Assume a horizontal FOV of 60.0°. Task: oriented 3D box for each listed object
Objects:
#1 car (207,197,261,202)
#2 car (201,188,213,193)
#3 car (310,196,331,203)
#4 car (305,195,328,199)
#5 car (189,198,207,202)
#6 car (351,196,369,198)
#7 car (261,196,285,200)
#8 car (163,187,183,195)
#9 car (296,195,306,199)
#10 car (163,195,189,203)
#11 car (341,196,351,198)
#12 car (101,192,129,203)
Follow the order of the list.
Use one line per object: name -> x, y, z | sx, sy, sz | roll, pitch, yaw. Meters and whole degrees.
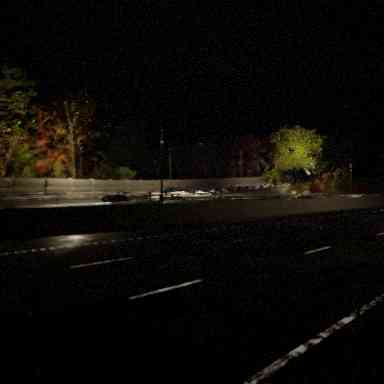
car -> 4.351, 1.359, 33.904 | 5.357, 1.411, 2.033 | 0, 0, -43
car -> 3.195, -0.182, 74.674 | 1.882, 1.535, 5.008 | 0, 2, 26
car -> 23.935, 1.351, 61.846 | 4.718, 1.301, 1.895 | 0, 0, -43
car -> 18.454, 1.404, 47.137 | 4.718, 1.301, 1.895 | 0, 0, -43
car -> 2.422, 1.278, 36.888 | 4.902, 1.511, 2.128 | 0, 0, -43
car -> 30.127, 1.363, 58.075 | 4.181, 1.385, 1.994 | 0, 0, -43
car -> 12.166, 1.300, 50.839 | 5.357, 1.411, 2.033 | 0, 0, -43
car -> -3.558, 0.093, 60.436 | 2.150, 2.045, 5.566 | 0, 2, 24
car -> 17.182, 1.255, 50.723 | 5.008, 1.535, 1.882 | 0, 0, -43
car -> -1.070, 1.325, 38.410 | 4.718, 1.301, 1.895 | 2, -1, -43
car -> 28.321, 1.374, 61.172 | 4.718, 1.301, 1.895 | 0, 0, -43
car -> -10.315, 0.716, 44.837 | 1.994, 1.385, 4.181 | 0, 1, 24
